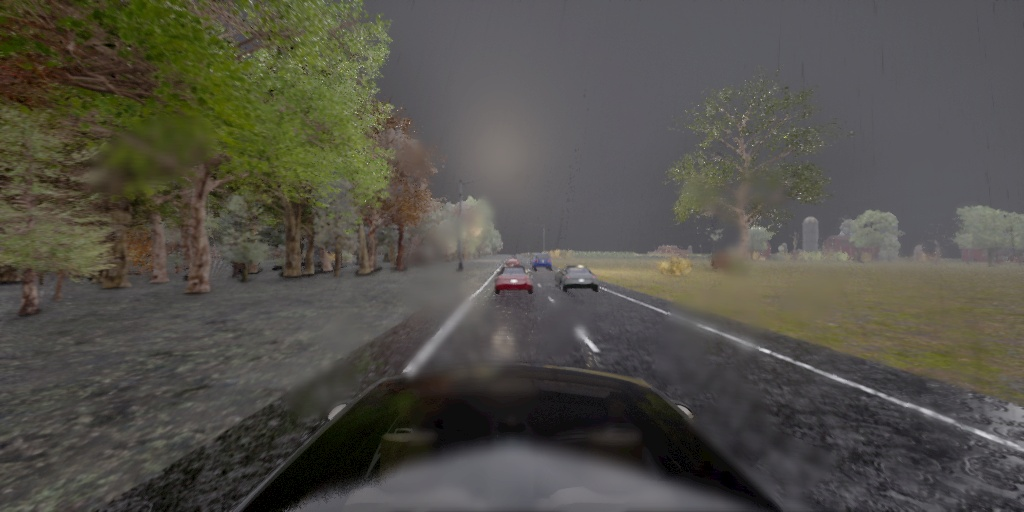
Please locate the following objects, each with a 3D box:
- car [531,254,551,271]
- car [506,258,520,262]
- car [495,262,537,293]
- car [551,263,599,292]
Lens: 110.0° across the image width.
[{"bbox_3d":[3.599,0.716,44.209,2.150,2.045,5.566,0,1,0],"label":"car"},{"bbox_3d":[0.099,0.992,48.323,1.812,1.442,4.674,0,0,0],"label":"car"},{"bbox_3d":[0.098,1.209,19.806,1.994,1.385,4.181,0,0,0],"label":"car"},{"bbox_3d":[3.581,1.206,20.439,1.994,1.385,4.181,0,0,0],"label":"car"}]
